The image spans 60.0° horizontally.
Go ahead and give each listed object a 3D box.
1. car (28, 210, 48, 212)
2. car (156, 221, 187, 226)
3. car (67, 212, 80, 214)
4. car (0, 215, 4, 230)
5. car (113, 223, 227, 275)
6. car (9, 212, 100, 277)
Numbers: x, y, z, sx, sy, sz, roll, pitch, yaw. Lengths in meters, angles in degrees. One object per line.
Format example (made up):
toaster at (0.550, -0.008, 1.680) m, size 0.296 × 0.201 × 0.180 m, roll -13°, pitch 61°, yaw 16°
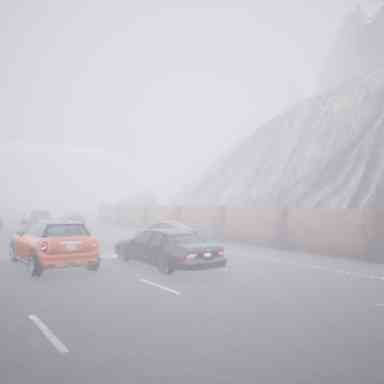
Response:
car at (-13.530, 2.352, 28.968) m, size 2.097 × 1.767 × 4.553 m, roll 3°, pitch -3°, yaw -34°
car at (-1.449, 2.363, 18.734) m, size 1.812 × 1.442 × 4.674 m, roll 4°, pitch -3°, yaw -38°
car at (-12.054, 2.706, 33.140) m, size 1.882 × 1.535 × 5.008 m, roll 3°, pitch -3°, yaw -31°
car at (-16.727, 2.343, 27.454) m, size 2.128 × 1.511 × 4.902 m, roll 3°, pitch -3°, yaw -33°
car at (-1.063, 2.115, 12.622) m, size 2.033 × 1.411 × 5.357 m, roll 4°, pitch -3°, yaw -38°
car at (-5.112, 1.793, 12.117) m, size 2.097 × 1.767 × 4.553 m, roll 4°, pitch -3°, yaw -38°
